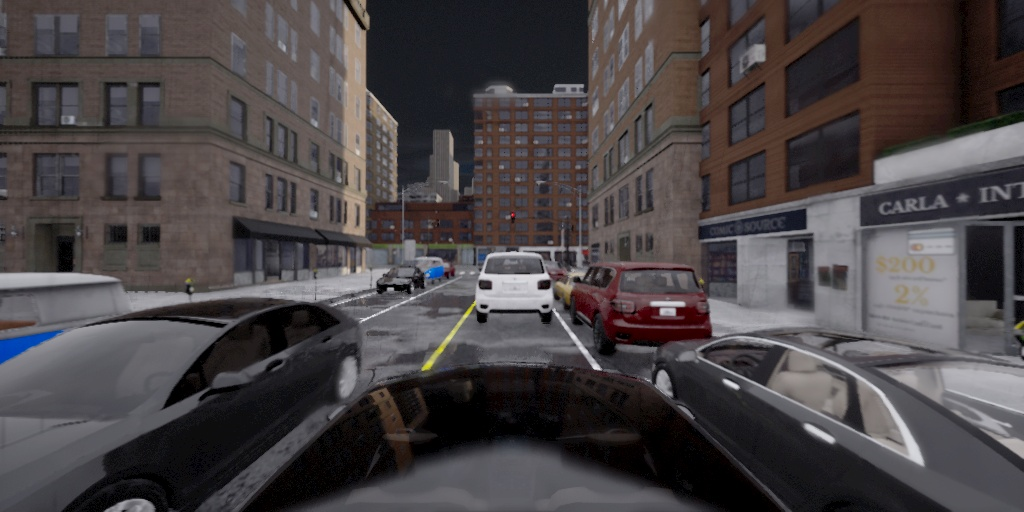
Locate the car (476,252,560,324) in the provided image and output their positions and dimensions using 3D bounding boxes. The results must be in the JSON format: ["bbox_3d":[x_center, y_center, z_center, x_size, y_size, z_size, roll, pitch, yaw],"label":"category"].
[{"bbox_3d":[0.045,0.918,11.890,2.150,2.045,5.566,0,0,-1],"label":"car"}]

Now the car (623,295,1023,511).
[{"bbox_3d":[2.668,1.293,3.069,2.007,1.370,4.403,0,0,0],"label":"car"}]

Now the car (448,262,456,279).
[{"bbox_3d":[-5.880,1.164,30.475,1.888,1.381,4.507,0,0,0],"label":"car"}]

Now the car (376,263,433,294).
[{"bbox_3d":[-5.871,1.231,19.510,1.948,1.339,4.313,0,0,0],"label":"car"}]

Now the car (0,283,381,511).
[{"bbox_3d":[-3.101,1.245,3.428,1.837,1.490,4.892,0,0,0],"label":"car"}]

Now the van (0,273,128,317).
[{"bbox_3d":[-5.857,1.083,3.065,1.690,1.789,3.998,0,0,0],"label":"van"}]

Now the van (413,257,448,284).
[{"bbox_3d":[-5.875,0.983,24.993,1.690,1.789,3.998,0,0,0],"label":"van"}]

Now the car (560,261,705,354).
[{"bbox_3d":[2.664,1.030,8.550,2.192,1.841,5.009,0,0,0],"label":"car"}]
